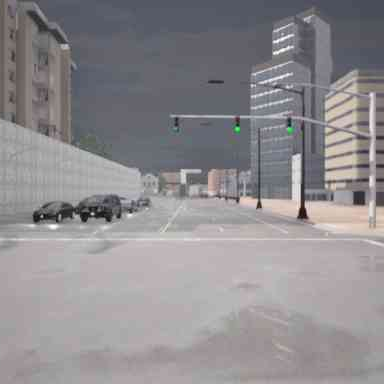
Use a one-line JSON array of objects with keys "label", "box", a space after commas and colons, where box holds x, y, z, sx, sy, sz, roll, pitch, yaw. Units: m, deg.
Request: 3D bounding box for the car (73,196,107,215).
[{"label": "car", "box": [-10.599, 1.351, 34.950, 2.097, 1.767, 4.553, 0, 0, 0]}]

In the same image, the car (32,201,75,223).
[{"label": "car", "box": [-10.600, 1.504, 25.882, 1.837, 1.490, 4.892, 0, 0, 0]}]

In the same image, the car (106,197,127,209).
[{"label": "car", "box": [-10.589, 1.497, 47.218, 1.837, 1.490, 4.892, 0, 2, 0]}]

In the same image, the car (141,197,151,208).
[{"label": "car", "box": [-7.085, 1.490, 48.728, 2.128, 1.511, 4.902, 0, 0, 0]}]

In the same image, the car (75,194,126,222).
[{"label": "car", "box": [-7.096, 1.221, 26.512, 2.150, 2.045, 5.566, 0, 0, 0]}]

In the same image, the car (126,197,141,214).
[{"label": "car", "box": [-7.098, 1.525, 36.152, 1.812, 1.442, 4.674, 0, 0, 0]}]
